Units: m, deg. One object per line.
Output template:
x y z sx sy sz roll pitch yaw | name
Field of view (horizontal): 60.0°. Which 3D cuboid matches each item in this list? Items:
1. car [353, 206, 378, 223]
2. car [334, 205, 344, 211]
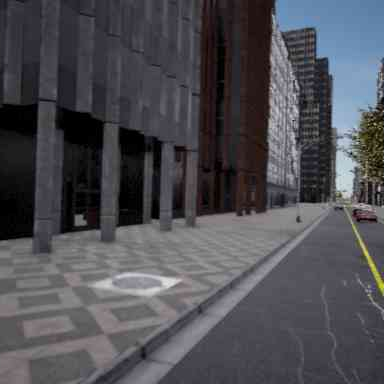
19.312 2.589 36.821 1.994 1.385 4.181 1 -1 25 | car
32.455 3.465 73.504 1.895 1.301 4.718 1 -1 24 | car
